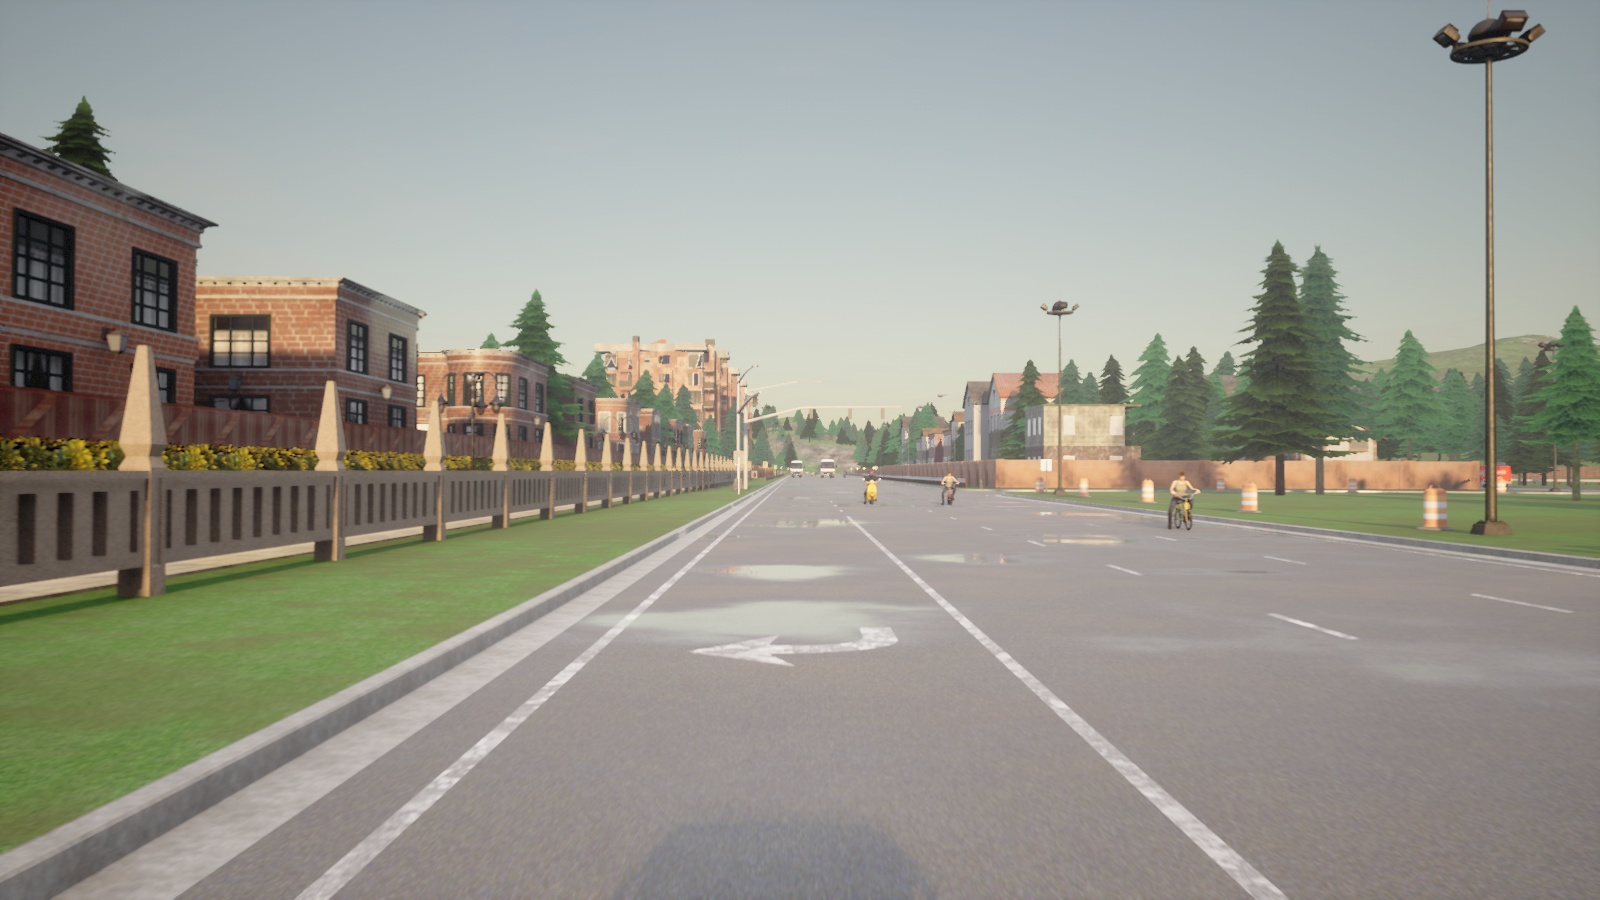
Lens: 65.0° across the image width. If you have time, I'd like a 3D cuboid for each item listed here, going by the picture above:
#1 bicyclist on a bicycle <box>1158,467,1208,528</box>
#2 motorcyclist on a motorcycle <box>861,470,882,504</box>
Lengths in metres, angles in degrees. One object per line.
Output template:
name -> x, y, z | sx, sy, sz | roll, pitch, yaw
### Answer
bicyclist on a bicycle -> 10.420, 1.280, 34.207 | 0.866, 1.612, 1.509 | 0, -1, 0
motorcyclist on a motorcycle -> 3.361, 1.741, 59.107 | 0.866, 1.590, 1.817 | 0, -1, 0
